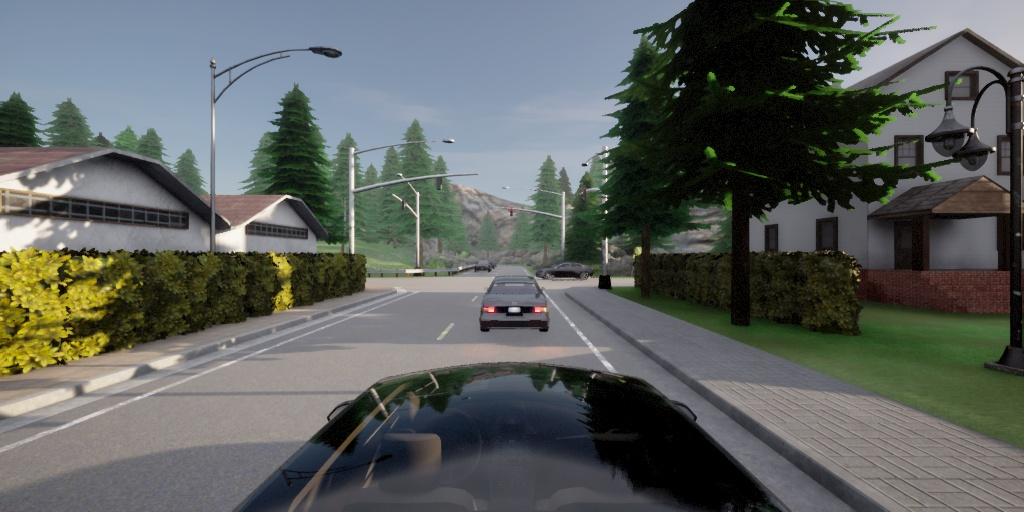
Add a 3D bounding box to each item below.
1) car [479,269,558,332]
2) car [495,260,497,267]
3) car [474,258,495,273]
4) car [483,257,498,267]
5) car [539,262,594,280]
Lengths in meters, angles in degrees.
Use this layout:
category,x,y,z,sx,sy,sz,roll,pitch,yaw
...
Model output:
category,x,y,z,sx,sy,sz,roll,pitch,yaw
car,0.071,1.297,10.848,2.033,1.411,5.357,0,0,0
car,-3.552,1.351,54.564,1.895,1.301,4.718,0,0,0
car,-3.583,1.228,44.913,1.882,1.535,5.008,0,0,0
car,-3.941,1.102,65.221,2.097,1.767,4.553,0,0,-10
car,4.310,1.229,29.592,4.902,1.511,2.128,0,0,-7
